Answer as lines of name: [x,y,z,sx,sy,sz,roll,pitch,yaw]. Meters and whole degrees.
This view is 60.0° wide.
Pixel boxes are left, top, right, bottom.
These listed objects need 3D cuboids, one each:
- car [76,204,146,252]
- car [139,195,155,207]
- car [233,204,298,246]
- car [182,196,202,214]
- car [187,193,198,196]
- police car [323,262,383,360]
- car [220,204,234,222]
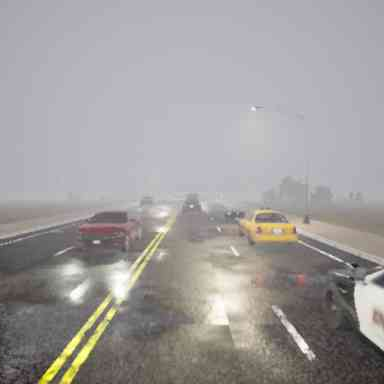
car: [-3.352,1.482,14.177,1.882,1.535,5.008,0,0,0]
car: [-6.504,1.276,48.837,1.882,1.535,5.008,0,0,0]
car: [3.248,1.460,15.181,1.801,1.575,5.366,0,0,0]
car: [-0.019,1.502,36.133,2.163,1.488,4.792,0,0,0]
car: [0.092,1.210,55.103,2.150,2.045,5.566,0,0,0]
police car: [3.250,1.507,3.992,2.038,1.542,4.974,0,0,0]
car: [3.248,1.603,26.021,1.895,1.301,4.718,0,0,0]
